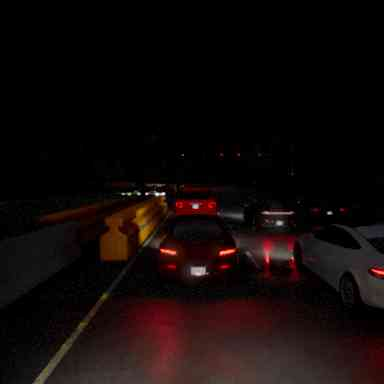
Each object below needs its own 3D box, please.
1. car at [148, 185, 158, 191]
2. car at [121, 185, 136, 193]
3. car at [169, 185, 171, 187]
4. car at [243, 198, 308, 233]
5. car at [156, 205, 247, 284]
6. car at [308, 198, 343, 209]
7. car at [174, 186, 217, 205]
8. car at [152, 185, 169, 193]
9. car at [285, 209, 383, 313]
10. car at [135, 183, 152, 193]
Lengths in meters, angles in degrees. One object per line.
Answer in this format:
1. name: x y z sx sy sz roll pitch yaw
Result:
1. car: -9.884 -1.080 85.138 1.882 1.535 5.008 0 2 0
2. car: -13.502 -0.541 69.868 1.994 1.385 4.181 0 2 0
3. car: -6.385 -1.053 85.004 1.837 1.490 4.892 0 2 0
4. car: 3.686 1.028 16.352 2.128 1.511 4.902 0 2 0
5. car: 0.137 1.293 8.741 1.812 1.442 4.674 0 2 0
6. car: 7.208 1.007 19.384 1.994 1.385 4.181 0 2 0
7. car: 0.194 0.698 18.330 2.150 2.045 5.566 0 2 0
8. car: -6.505 -0.554 69.426 2.128 1.511 4.902 0 2 0
9. car: 3.626 1.343 7.107 1.812 1.442 4.674 0 2 0
10. car: -10.005 -0.603 69.451 1.882 1.535 5.008 0 2 0
